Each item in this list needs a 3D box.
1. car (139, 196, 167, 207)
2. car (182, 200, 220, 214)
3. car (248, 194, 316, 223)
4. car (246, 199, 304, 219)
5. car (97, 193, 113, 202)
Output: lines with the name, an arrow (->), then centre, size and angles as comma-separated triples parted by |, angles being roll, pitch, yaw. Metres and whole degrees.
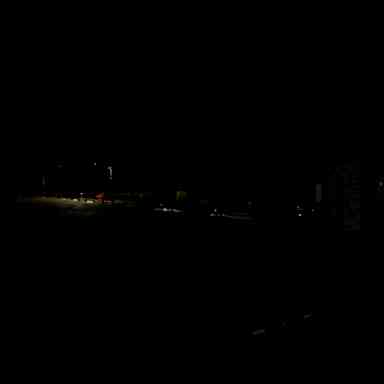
car -> -5.075, 1.256, 42.693 | 2.128, 1.511, 4.902 | 1, 0, -36
car -> 1.035, 1.476, 34.316 | 1.895, 1.301, 4.718 | 1, 0, -36
car -> 6.948, 1.201, 26.242 | 2.150, 2.045, 5.566 | 1, 0, -36
car -> 7.522, 1.492, 30.457 | 2.128, 1.511, 4.902 | 1, 0, -36
car -> -16.494, 0.911, 63.286 | 2.097, 1.767, 4.553 | 1, 0, -34
